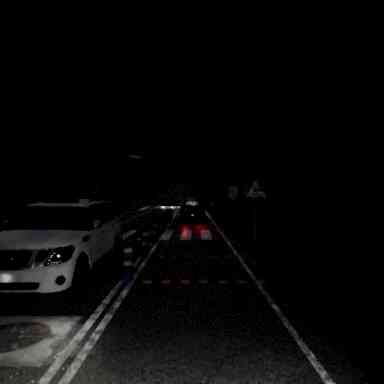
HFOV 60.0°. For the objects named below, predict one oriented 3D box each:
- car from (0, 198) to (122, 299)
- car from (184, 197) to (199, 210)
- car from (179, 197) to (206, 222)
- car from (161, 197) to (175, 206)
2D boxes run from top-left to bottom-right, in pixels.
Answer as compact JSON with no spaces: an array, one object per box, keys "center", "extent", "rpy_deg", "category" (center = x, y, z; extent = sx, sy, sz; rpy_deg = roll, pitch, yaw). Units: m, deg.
[{"center":[-3.365,1.218,8.812],"extent":[2.150,2.045,5.566],"rpy_deg":[0,0,0],"category":"car"},{"center":[-0.053,1.429,43.091],"extent":[1.812,1.442,4.674],"rpy_deg":[0,0,0],"category":"car"},{"center":[0.038,1.452,26.202],"extent":[2.128,1.511,4.902],"rpy_deg":[0,0,0],"category":"car"},{"center":[-3.539,1.437,50.122],"extent":[1.994,1.385,4.181],"rpy_deg":[0,0,0],"category":"car"}]
